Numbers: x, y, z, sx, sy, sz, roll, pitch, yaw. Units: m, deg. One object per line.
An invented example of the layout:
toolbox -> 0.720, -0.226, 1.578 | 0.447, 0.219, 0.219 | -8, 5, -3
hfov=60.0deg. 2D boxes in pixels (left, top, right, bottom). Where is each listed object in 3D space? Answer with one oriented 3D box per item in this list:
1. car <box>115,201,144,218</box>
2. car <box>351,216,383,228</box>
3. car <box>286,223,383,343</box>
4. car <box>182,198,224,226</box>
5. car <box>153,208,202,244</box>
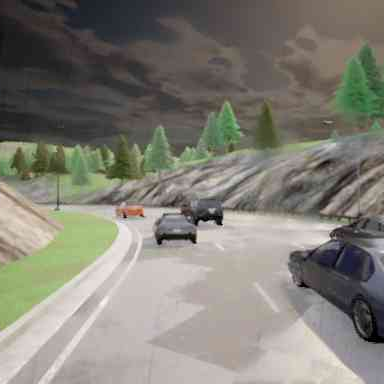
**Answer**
car -> -6.599, 1.750, 34.767 | 2.097, 1.767, 4.553 | 0, -1, -25
car -> 6.687, 1.610, 11.796 | 1.837, 1.490, 4.892 | 0, -1, -4
car -> 3.486, 1.607, 6.492 | 2.033, 1.411, 5.357 | 0, -1, -1
car -> 0.656, 1.500, 25.968 | 2.150, 2.045, 5.566 | 0, -1, -16
car -> -0.972, 1.753, 17.175 | 1.994, 1.385, 4.181 | 0, -1, -9
